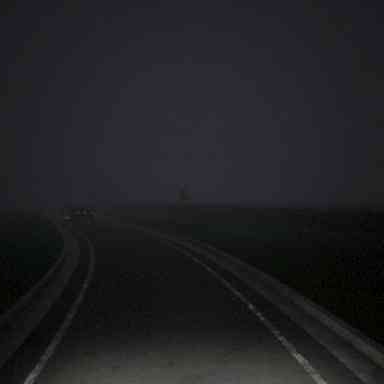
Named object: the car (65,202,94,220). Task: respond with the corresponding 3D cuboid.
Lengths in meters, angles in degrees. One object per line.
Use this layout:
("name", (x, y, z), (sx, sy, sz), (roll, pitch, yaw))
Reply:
("car", (-10.973, 1.981, 32.856), (2.033, 1.411, 5.357), (0, -1, -26))

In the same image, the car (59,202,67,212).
("car", (-18.138, 2.177, 48.290), (1.812, 1.442, 4.674), (0, -1, -25))
